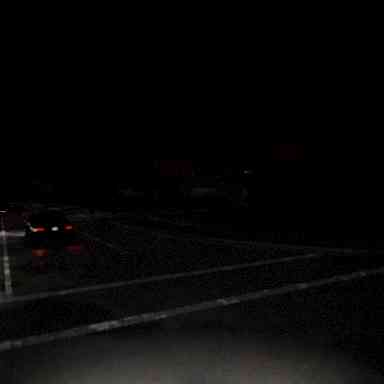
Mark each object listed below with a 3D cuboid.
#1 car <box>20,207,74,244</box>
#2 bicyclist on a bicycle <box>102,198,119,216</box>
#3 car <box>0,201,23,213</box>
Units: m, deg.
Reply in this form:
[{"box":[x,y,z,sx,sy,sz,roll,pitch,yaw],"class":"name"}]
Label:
[{"box":[-7.293,1.696,16.838,2.033,1.411,5.357,-1,0,-30],"class":"car"},{"box":[-7.535,1.378,30.826,1.656,1.620,0.582,-1,0,-30],"class":"bicyclist on a bicycle"},{"box":[-23.989,1.977,43.938,4.674,1.442,1.812,-1,0,39],"class":"car"}]
